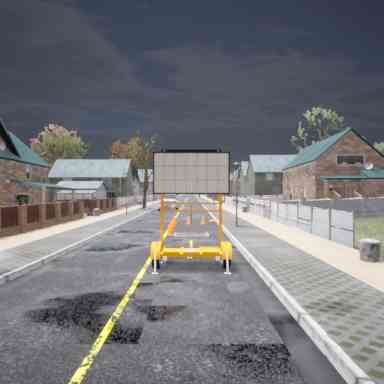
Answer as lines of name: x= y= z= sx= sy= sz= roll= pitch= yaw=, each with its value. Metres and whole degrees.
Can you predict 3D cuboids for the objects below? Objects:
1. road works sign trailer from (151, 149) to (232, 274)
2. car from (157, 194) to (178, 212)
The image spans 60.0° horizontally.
road works sign trailer: x=-0.022 y=0.467 z=10.519 sx=2.380 sy=3.560 sz=2.880 roll=0 pitch=0 yaw=0
car: x=-2.836 y=1.225 z=39.537 sx=2.150 sy=2.045 sz=5.566 roll=0 pitch=0 yaw=0
